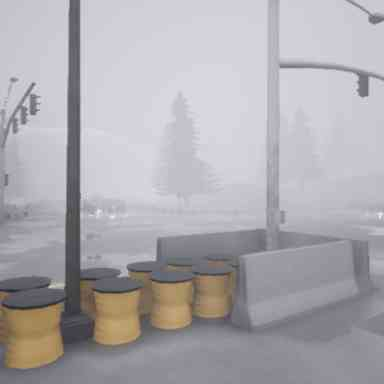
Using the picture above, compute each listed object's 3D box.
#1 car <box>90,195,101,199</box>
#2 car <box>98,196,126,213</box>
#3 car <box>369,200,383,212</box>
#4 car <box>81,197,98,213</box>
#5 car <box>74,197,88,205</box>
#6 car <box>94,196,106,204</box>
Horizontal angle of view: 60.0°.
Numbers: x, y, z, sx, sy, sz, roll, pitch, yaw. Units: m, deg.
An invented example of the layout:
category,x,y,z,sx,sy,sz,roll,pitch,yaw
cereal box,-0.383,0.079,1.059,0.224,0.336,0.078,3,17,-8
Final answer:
category,x,y,z,sx,sy,sz,roll,pitch,yaw
car,-13.035,1.601,47.026,2.128,1.511,4.902,0,0,-22
car,-9.101,1.603,38.648,1.837,1.490,4.892,0,0,-28
car,24.838,1.737,43.082,5.008,1.535,1.882,0,0,-35
car,-12.396,1.623,37.310,2.033,1.411,5.357,0,0,-28
car,-21.782,1.733,65.364,1.895,1.301,4.718,0,0,-11
car,-18.433,1.633,66.579,1.882,1.535,5.008,0,0,-11
